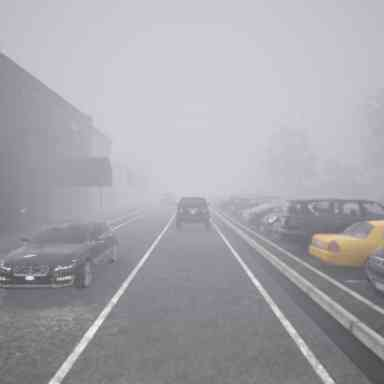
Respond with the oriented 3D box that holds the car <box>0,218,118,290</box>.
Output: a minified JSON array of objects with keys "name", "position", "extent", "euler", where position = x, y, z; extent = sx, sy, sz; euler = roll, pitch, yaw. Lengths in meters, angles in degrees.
[{"name":"car","position":[-3.361,1.541,9.308],"extent":[1.837,1.490,4.892],"euler":[0,0,0]}]

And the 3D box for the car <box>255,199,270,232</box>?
[{"name":"car","position":[6.072,1.418,18.198],"extent":[4.553,1.767,2.185],"euler":[0,0,0]}]

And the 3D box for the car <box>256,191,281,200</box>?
[{"name":"car","position":[18.544,0.859,81.026],"extent":[5.566,2.045,2.435],"euler":[0,1,0]}]

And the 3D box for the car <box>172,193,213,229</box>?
[{"name":"car","position":[0.043,1.296,22.560],"extent":[2.150,2.045,5.566],"euler":[0,0,0]}]

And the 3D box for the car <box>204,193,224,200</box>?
[{"name":"car","position":[5.442,1.104,83.709],"extent":[4.792,1.488,2.163],"euler":[0,1,0]}]

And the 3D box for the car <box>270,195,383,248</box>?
[{"name":"car","position":[6.100,1.260,12.548],"extent":[5.566,2.045,2.435],"euler":[0,0,0]}]

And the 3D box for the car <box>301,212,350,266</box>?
[{"name":"car","position":[6.272,1.493,9.722],"extent":[5.366,1.575,1.946],"euler":[0,0,0]}]

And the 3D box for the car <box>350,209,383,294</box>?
[{"name":"car","position":[6.134,1.354,6.896],"extent":[4.553,1.767,2.185],"euler":[0,0,0]}]

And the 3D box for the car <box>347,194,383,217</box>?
[{"name":"car","position":[18.509,1.292,32.585],"extent":[5.566,2.045,2.435],"euler":[0,1,0]}]

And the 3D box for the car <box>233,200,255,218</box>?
[{"name":"car","position":[5.996,1.627,26.683],"extent":[4.674,1.452,2.002],"euler":[0,0,0]}]

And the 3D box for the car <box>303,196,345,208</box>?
[{"name":"car","position":[18.458,1.374,46.705],"extent":[5.008,1.535,2.097],"euler":[0,1,0]}]

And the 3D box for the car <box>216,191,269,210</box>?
[{"name":"car","position":[5.903,1.229,37.994],"extent":[5.566,2.045,2.435],"euler":[0,1,0]}]

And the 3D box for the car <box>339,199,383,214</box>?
[{"name":"car","position":[18.493,1.539,35.412],"extent":[4.792,1.488,2.163],"euler":[0,1,0]}]

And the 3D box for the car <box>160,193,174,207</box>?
[{"name":"car","position":[-3.596,1.143,50.368],"extent":[2.150,2.045,5.566],"euler":[0,0,0]}]

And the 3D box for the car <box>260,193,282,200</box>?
[{"name":"car","position":[18.507,1.024,78.242],"extent":[4.553,1.767,2.185],"euler":[0,1,0]}]

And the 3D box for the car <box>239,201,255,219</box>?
[{"name":"car","position":[6.007,1.616,23.848],"extent":[4.674,1.452,2.002],"euler":[0,0,0]}]

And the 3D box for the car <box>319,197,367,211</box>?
[{"name":"car","position":[18.500,1.444,40.933],"extent":[4.892,1.521,2.231],"euler":[0,1,0]}]

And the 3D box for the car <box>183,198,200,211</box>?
[{"name":"car","position":[-0.082,1.559,41.553],"extent":[1.994,1.385,4.181],"euler":[0,0,0]}]

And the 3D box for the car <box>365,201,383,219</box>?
[{"name":"car","position":[18.547,1.573,29.753],"extent":[5.008,1.535,2.097],"euler":[0,1,0]}]

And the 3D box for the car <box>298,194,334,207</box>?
[{"name":"car","position":[18.417,1.216,49.403],"extent":[4.553,1.767,2.185],"euler":[0,1,0]}]

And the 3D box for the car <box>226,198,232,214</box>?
[{"name":"car","position":[5.965,1.588,32.348],"extent":[4.674,1.452,2.002],"euler":[0,1,0]}]

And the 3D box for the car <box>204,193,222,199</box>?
[{"name":"car","position":[5.393,1.076,86.492],"extent":[4.674,1.452,2.002],"euler":[0,1,0]}]

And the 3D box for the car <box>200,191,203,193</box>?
[{"name":"car","position":[5.250,1.110,80.924],"extent":[5.366,1.575,1.946],"euler":[0,1,0]}]

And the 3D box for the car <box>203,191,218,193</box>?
[{"name":"car","position":[5.473,1.190,78.285],"extent":[4.674,1.452,2.002],"euler":[1,1,0]}]

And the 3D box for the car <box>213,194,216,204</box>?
[{"name":"car","position":[6.070,1.376,46.475],"extent":[5.366,1.575,1.946],"euler":[0,1,0]}]

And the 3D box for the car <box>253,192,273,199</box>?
[{"name":"car","position":[18.500,0.906,86.722],"extent":[4.553,1.767,2.185],"euler":[0,1,0]}]

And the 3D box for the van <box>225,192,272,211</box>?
[{"name":"van","position":[6.064,1.288,35.170],"extent":[4.442,1.987,1.878],"euler":[0,1,0]}]

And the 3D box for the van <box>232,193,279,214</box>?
[{"name":"van","position":[6.094,1.350,29.640],"extent":[4.442,1.987,1.878],"euler":[0,0,0]}]

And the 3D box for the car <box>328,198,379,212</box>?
[{"name":"car","position":[18.478,1.505,38.235],"extent":[4.792,1.488,2.163],"euler":[0,1,0]}]

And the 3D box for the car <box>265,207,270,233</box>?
[{"name":"car","position":[6.059,1.568,15.371],"extent":[4.674,1.452,2.002],"euler":[0,0,0]}]

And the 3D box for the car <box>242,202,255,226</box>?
[{"name":"car","position":[6.019,1.560,21.023],"extent":[5.008,1.535,2.097],"euler":[0,0,0]}]
